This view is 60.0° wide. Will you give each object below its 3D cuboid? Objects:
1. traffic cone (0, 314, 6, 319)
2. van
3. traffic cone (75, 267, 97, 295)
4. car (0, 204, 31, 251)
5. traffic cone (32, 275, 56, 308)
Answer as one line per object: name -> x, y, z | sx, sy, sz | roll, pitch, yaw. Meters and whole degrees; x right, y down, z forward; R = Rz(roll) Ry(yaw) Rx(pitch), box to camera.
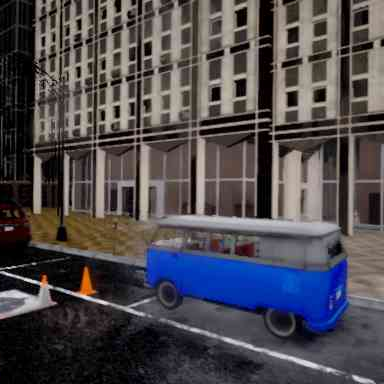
traffic cone -> -3.603, 1.989, 5.993 | 0.340, 0.580, 0.340 | 0, -1, 36
van -> 0.846, 1.396, 6.409 | 3.998, 1.788, 1.690 | 0, 0, 36
traffic cone -> -2.423, 2.005, 7.607 | 0.340, 0.580, 0.340 | 0, -1, 36
car -> -8.332, 1.382, 13.116 | 5.009, 1.841, 2.192 | 0, 0, 36
traffic cone -> -3.013, 1.997, 6.800 | 0.340, 0.580, 0.340 | 0, -1, 36
